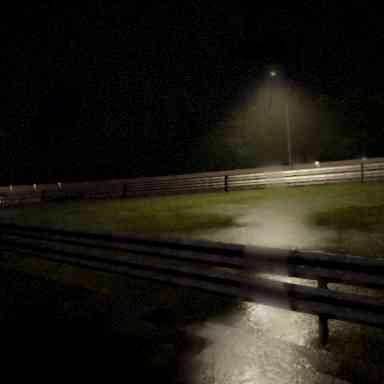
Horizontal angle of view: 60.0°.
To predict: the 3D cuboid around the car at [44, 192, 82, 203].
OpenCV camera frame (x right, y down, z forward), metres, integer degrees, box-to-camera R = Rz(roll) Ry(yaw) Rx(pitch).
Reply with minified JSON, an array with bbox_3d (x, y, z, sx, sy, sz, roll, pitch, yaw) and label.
[{"bbox_3d":[-16.373,0.721,42.128,4.718,1.301,1.895,-4,-2,20],"label":"car"}]
